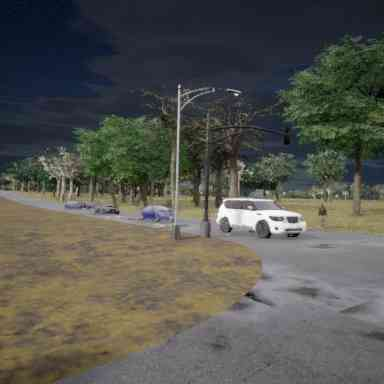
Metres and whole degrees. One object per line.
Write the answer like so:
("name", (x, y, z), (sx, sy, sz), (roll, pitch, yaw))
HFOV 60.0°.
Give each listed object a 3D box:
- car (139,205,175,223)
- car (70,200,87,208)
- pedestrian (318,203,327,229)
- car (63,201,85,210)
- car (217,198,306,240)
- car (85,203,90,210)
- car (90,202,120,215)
("car", (-2.945, 1.836, 28.528), (1.812, 1.442, 4.674), (3, -2, -34))
("car", (-21.372, 2.308, 62.784), (1.994, 1.385, 4.181), (3, -2, -34))
("pedestrian", (9.312, 1.717, 23.832), (0.375, 1.860, 0.375), (1, -1, -34))
("car", (-18.800, 2.085, 52.435), (1.812, 1.442, 4.674), (3, -2, -34))
("car", (3.531, 1.348, 18.081), (2.150, 2.045, 5.566), (3, -2, -28))
("car", (-15.813, 2.254, 54.474), (1.994, 1.385, 4.181), (3, -2, -35))
("car", (-10.002, 2.000, 39.079), (1.994, 1.385, 4.181), (3, -2, -34))
